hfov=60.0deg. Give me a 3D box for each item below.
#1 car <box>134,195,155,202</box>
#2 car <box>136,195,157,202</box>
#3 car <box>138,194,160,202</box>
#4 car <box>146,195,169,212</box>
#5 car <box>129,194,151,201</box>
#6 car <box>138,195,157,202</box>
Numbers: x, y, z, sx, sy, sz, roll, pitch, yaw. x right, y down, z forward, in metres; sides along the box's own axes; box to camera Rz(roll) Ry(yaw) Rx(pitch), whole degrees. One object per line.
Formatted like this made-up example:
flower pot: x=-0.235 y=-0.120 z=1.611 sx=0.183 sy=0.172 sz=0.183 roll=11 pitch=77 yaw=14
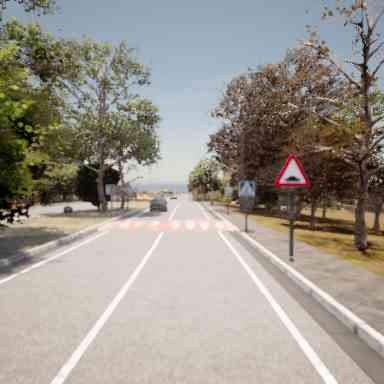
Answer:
car: x=-11.380 y=1.575 z=80.258 sx=4.892 sy=1.521 sz=2.231 roll=0 pitch=-1 yaw=-1
car: x=-11.424 y=1.640 z=83.029 sx=5.008 sy=1.535 sz=2.097 roll=0 pitch=-2 yaw=-1
car: x=-11.475 y=1.544 z=88.582 sx=5.566 sy=2.045 sz=2.435 roll=0 pitch=-2 yaw=-1
car: x=-3.697 y=1.442 z=37.434 sx=1.837 sy=1.490 sz=4.892 roll=0 pitch=0 yaw=-1
car: x=-11.146 y=1.512 z=77.493 sx=5.366 sy=1.575 sz=1.946 roll=0 pitch=-1 yaw=-1
car: x=-11.492 y=1.590 z=85.807 sx=4.553 sy=1.767 sz=2.185 roll=0 pitch=-2 yaw=-1
